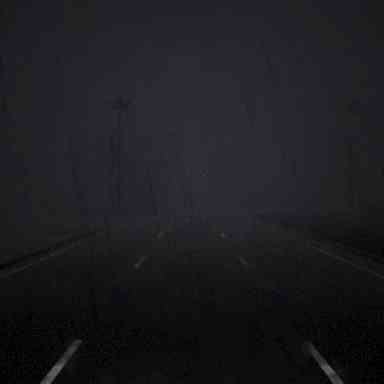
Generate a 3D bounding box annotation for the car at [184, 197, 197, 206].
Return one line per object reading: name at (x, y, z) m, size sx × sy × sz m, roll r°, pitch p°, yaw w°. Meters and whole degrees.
car at (-0.024, 2.219, 69.397) m, size 2.033 × 1.411 × 5.357 m, roll 0°, pitch -1°, yaw 0°
